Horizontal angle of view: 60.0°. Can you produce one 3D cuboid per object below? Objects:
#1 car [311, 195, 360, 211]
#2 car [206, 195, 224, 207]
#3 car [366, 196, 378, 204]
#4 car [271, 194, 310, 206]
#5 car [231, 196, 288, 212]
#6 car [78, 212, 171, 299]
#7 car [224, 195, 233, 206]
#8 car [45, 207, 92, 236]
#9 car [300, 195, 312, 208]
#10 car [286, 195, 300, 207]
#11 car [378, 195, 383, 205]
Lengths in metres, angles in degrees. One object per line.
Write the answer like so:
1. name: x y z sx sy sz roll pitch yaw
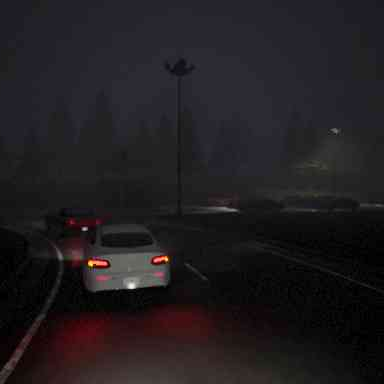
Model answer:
1. car: 15.669 1.250 35.641 4.674 1.442 1.812 0 1 -13
2. car: 4.297 1.128 43.552 5.008 1.535 1.882 0 0 -14
3. car: 28.249 1.186 49.613 4.181 1.385 1.994 0 0 -14
4. car: 13.571 1.117 45.902 5.008 1.535 1.882 0 0 -14
5. car: 6.739 1.336 33.352 4.718 1.301 1.895 0 0 -14
6. car: -1.759 1.456 8.330 1.812 1.442 4.674 0 0 -16
7. car: 6.491 1.241 40.502 4.181 1.385 1.994 0 0 -14
8. car: -6.364 1.452 17.576 1.895 1.301 4.718 0 1 -36
9. car: 15.834 1.173 39.261 5.008 1.535 1.882 0 0 -14
10. car: 15.133 1.158 42.691 4.902 1.511 2.128 0 0 -14
11. car: 28.656 1.214 46.108 4.181 1.385 1.994 0 1 -14
